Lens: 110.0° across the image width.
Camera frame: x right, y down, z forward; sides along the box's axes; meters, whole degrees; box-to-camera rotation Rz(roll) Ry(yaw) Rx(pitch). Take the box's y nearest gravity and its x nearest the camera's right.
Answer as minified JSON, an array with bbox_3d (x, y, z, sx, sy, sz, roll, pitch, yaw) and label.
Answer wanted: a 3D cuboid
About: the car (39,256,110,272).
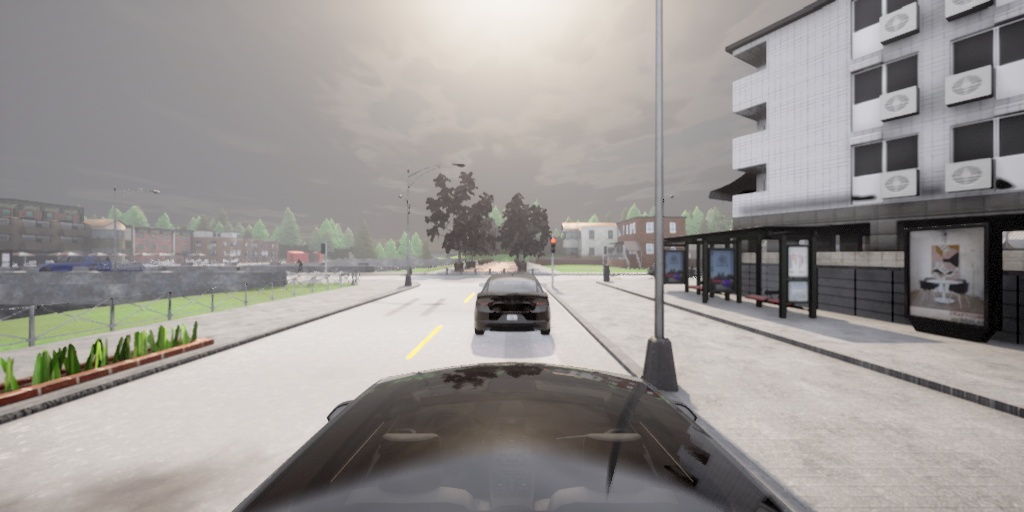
[{"bbox_3d":[-42.687,0.986,35.253,5.566,2.045,2.150,0,0,0],"label":"car"}]

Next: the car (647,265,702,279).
[{"bbox_3d":[14.374,1.267,31.313,4.892,1.490,1.837,0,0,0],"label":"car"}]

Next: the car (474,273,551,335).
[{"bbox_3d":[0.024,1.231,10.526,1.882,1.535,5.008,0,0,0],"label":"car"}]

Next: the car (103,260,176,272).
[{"bbox_3d":[-32.017,1.288,31.183,4.674,1.442,1.812,0,0,0],"label":"car"}]

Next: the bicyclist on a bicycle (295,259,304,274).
[{"bbox_3d":[-23.463,1.115,39.577,0.582,1.620,1.656,0,0,0],"label":"bicyclist on a bicycle"}]
